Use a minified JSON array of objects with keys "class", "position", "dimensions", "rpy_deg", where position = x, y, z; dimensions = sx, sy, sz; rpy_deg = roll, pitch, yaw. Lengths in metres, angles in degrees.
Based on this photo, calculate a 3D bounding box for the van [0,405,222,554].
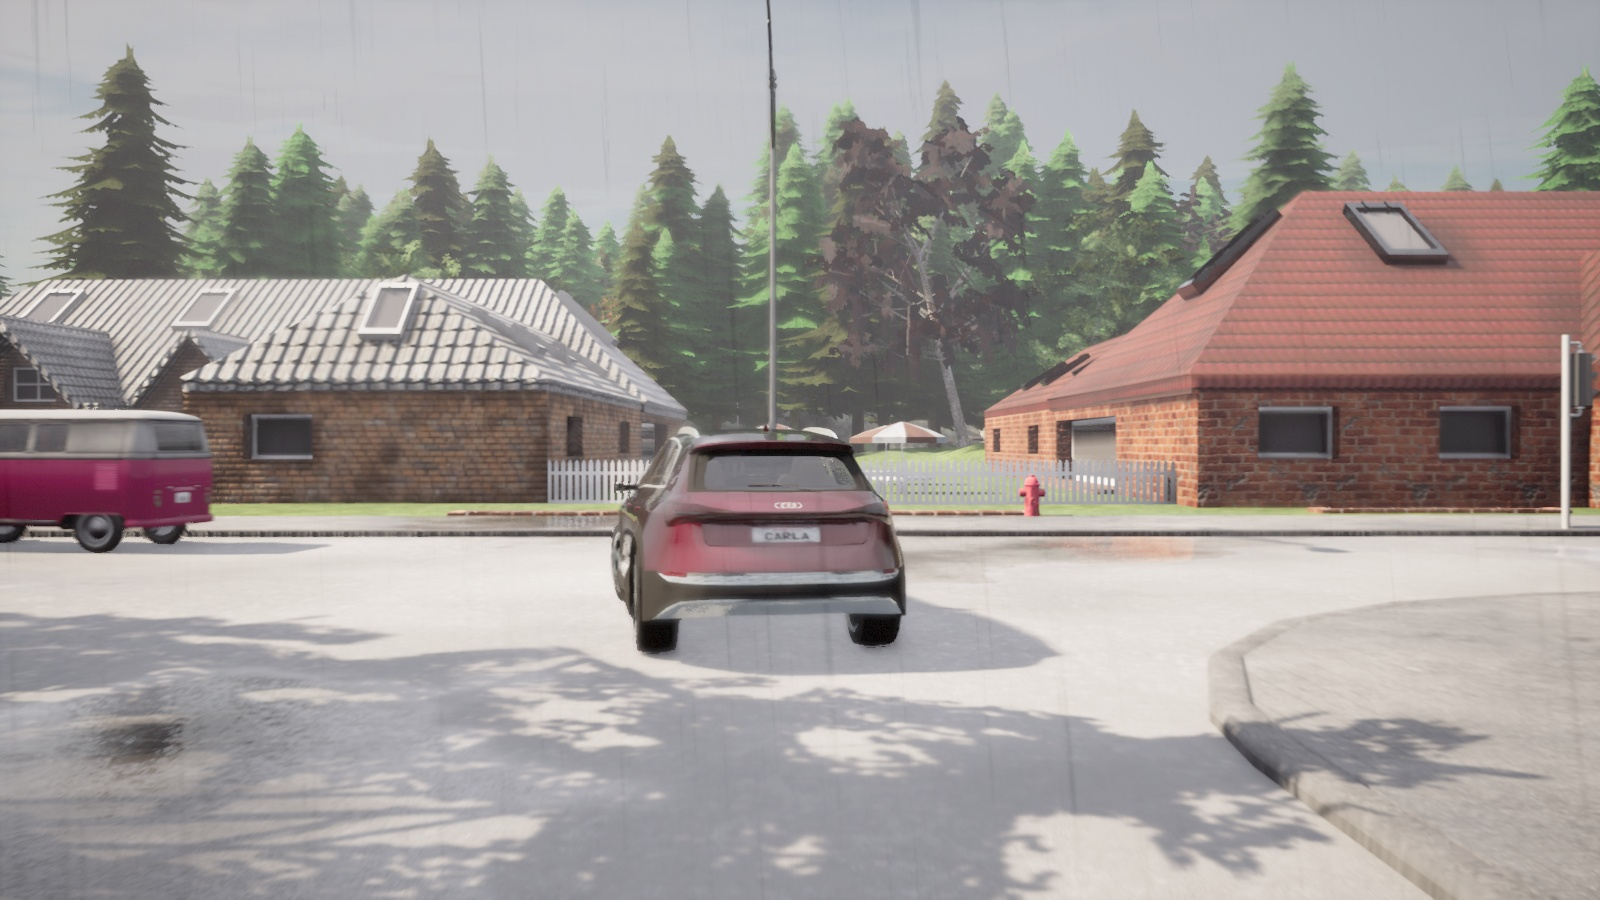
[{"class":"van","position":[-10.825,0.390,17.858],"dimensions":[4.442,1.987,1.775],"rpy_deg":[0,0,6]}]

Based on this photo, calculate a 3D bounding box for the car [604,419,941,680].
[{"class":"car","position":[-0.523,0.617,10.496],"dimensions":[2.033,1.649,4.856],"rpy_deg":[0,0,-11]}]
